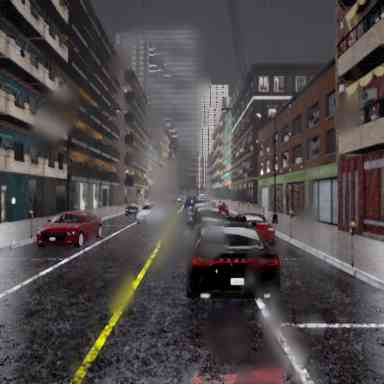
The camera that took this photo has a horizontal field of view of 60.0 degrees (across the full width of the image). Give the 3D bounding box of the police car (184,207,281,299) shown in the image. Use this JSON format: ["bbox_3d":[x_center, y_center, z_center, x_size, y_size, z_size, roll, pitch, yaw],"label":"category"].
[{"bbox_3d":[0.827,1.425,8.630,1.930,1.638,5.238,0,0,0],"label":"police car"}]

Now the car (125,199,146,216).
[{"bbox_3d":[-5.301,1.560,31.968,2.008,1.369,4.403,1,0,0],"label":"car"}]

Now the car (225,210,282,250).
[{"bbox_3d":[2.575,1.583,14.908,1.802,1.307,4.206,1,0,0],"label":"car"}]

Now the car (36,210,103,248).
[{"bbox_3d":[-5.304,1.546,14.898,1.887,1.381,4.507,1,0,0],"label":"car"}]

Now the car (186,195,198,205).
[{"bbox_3d":[0.014,1.386,59.546,2.097,1.767,4.553,0,0,0],"label":"car"}]

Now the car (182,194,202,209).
[{"bbox_3d":[0.024,1.371,46.107,2.097,1.767,4.553,0,0,0],"label":"car"}]

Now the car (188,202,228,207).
[{"bbox_3d":[0.829,1.508,18.521,1.837,1.490,4.892,0,0,0],"label":"car"}]

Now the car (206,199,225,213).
[{"bbox_3d":[2.581,1.558,37.667,1.887,1.381,4.507,1,0,0],"label":"car"}]

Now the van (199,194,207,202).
[{"bbox_3d":[2.591,1.405,77.494,1.690,1.788,3.998,0,0,0],"label":"van"}]

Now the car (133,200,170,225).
[{"bbox_3d":[-2.844,1.531,24.263,1.812,1.442,4.674,0,0,0],"label":"car"}]

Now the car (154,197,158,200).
[{"bbox_3d":[-5.299,1.538,37.488,1.752,1.417,4.829,1,0,0],"label":"car"}]

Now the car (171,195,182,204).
[{"bbox_3d":[-2.758,1.589,65.168,2.033,1.411,5.357,0,0,1],"label":"car"}]

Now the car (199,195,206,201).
[{"bbox_3d":[2.591,1.600,83.354,1.752,1.417,4.829,0,0,0],"label":"car"}]

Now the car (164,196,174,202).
[{"bbox_3d":[-5.291,1.608,77.486,1.887,1.381,4.507,0,0,0],"label":"car"}]

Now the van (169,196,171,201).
[{"bbox_3d":[-5.293,1.376,60.416,1.690,1.788,3.998,1,0,0],"label":"van"}]

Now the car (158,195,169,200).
[{"bbox_3d":[-5.296,1.572,54.728,1.887,1.381,4.507,1,0,0],"label":"car"}]

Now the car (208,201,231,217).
[{"bbox_3d":[2.579,1.591,31.977,1.802,1.307,4.206,1,0,0],"label":"car"}]

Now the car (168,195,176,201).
[{"bbox_3d":[-5.288,1.630,88.866,1.887,1.381,4.507,0,0,0],"label":"car"}]

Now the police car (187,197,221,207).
[{"bbox_3d":[0.831,1.430,24.630,1.930,1.638,5.238,0,0,0],"label":"police car"}]

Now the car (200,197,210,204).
[{"bbox_3d":[2.587,1.625,66.114,1.802,1.307,4.206,0,0,0],"label":"car"}]
